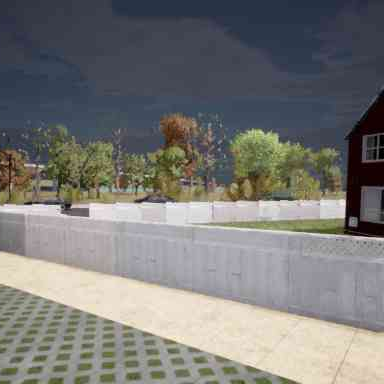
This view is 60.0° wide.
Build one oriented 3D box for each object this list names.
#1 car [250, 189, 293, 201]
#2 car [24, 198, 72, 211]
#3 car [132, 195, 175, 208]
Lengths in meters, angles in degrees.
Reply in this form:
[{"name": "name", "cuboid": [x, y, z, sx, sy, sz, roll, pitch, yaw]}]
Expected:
[{"name": "car", "cuboid": [10.330, 0.705, 43.058, 5.566, 2.045, 2.150, 0, 2, -18]}, {"name": "car", "cuboid": [-14.967, 1.255, 34.634, 4.718, 1.301, 1.895, 0, 2, -18]}, {"name": "car", "cuboid": [-4.414, 1.081, 38.160, 4.892, 1.490, 1.837, 0, 2, -19]}]
